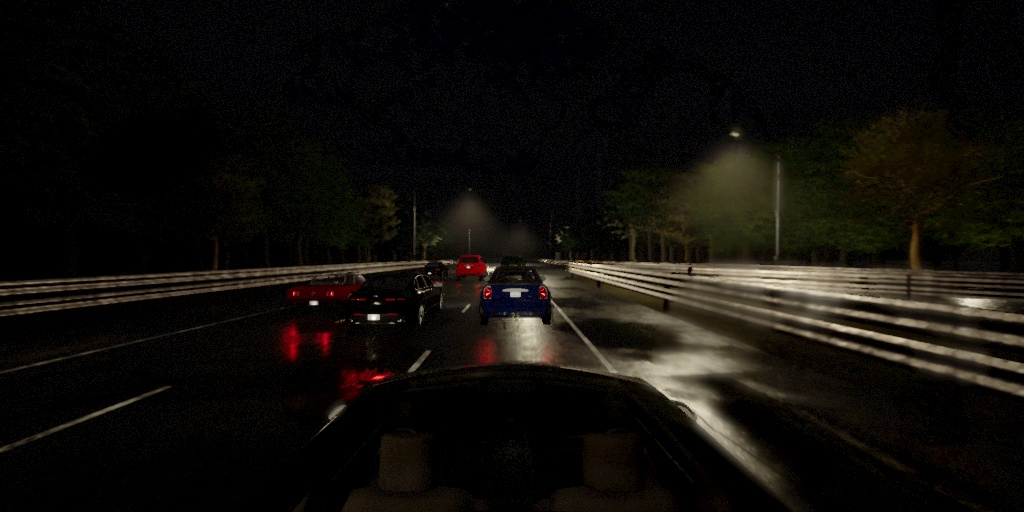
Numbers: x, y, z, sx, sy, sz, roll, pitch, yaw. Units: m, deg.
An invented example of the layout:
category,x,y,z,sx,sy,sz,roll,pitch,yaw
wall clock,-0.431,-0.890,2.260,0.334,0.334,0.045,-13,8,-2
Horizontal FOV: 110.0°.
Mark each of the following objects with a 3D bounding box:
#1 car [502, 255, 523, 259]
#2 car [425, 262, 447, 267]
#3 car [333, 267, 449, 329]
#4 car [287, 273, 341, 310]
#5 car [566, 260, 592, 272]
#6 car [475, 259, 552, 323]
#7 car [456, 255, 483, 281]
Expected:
category,x,y,z,sx,sy,sz,roll,pitch,yaw
car,0.101,0.975,30.648,2.150,2.045,5.566,0,0,0
car,-6.912,1.281,32.383,1.812,1.442,4.674,0,0,0
car,-3.399,1.255,11.235,1.837,1.490,4.892,0,0,0
car,-6.898,1.351,14.721,1.895,1.301,4.718,0,0,0
car,8.357,1.287,43.510,1.882,1.535,5.008,0,0,-20
car,0.099,1.102,12.189,2.097,1.767,4.553,0,0,0
car,-3.399,0.975,30.645,2.150,2.045,5.566,0,0,0
